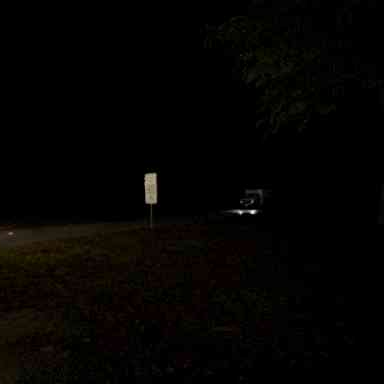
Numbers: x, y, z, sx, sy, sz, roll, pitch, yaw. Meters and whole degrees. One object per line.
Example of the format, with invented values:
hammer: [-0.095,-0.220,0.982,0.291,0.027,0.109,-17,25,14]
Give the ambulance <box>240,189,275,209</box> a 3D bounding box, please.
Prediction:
ambulance: [8.268,0.885,42.054,2.351,2.431,6.366,-2,-1,35]
